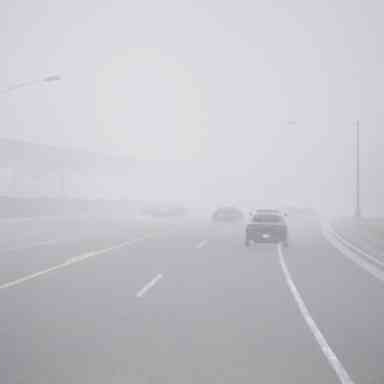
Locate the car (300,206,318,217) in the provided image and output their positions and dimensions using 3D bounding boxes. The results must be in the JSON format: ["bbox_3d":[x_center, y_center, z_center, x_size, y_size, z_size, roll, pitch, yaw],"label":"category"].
[{"bbox_3d":[15.889,2.681,46.011,2.033,1.411,5.357,-1,-3,35],"label":"car"}]

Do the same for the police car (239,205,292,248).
[{"bbox_3d":[3.711,1.657,16.339,1.930,1.638,5.238,0,-1,15],"label":"police car"}]

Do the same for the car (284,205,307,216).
[{"bbox_3d":[16.639,2.990,53.232,1.882,1.535,5.008,-2,-5,39],"label":"car"}]

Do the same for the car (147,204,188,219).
[{"bbox_3d":[-2.208,2.013,34.931,2.033,1.411,5.357,0,-1,24],"label":"car"}]

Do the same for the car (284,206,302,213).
[{"bbox_3d":[21.006,3.614,69.229,1.812,1.442,4.674,-1,-4,41],"label":"car"}]

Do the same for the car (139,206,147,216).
[{"bbox_3d":[-4.331,2.093,38.558,1.994,1.385,4.181,0,-2,25],"label":"car"}]

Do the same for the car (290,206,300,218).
[{"bbox_3d":[10.069,2.166,36.121,1.812,1.442,4.674,0,-2,29],"label":"car"}]

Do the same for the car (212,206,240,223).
[{"bbox_3d":[3.258,1.972,29.572,1.994,1.385,4.181,0,-1,23],"label":"car"}]
